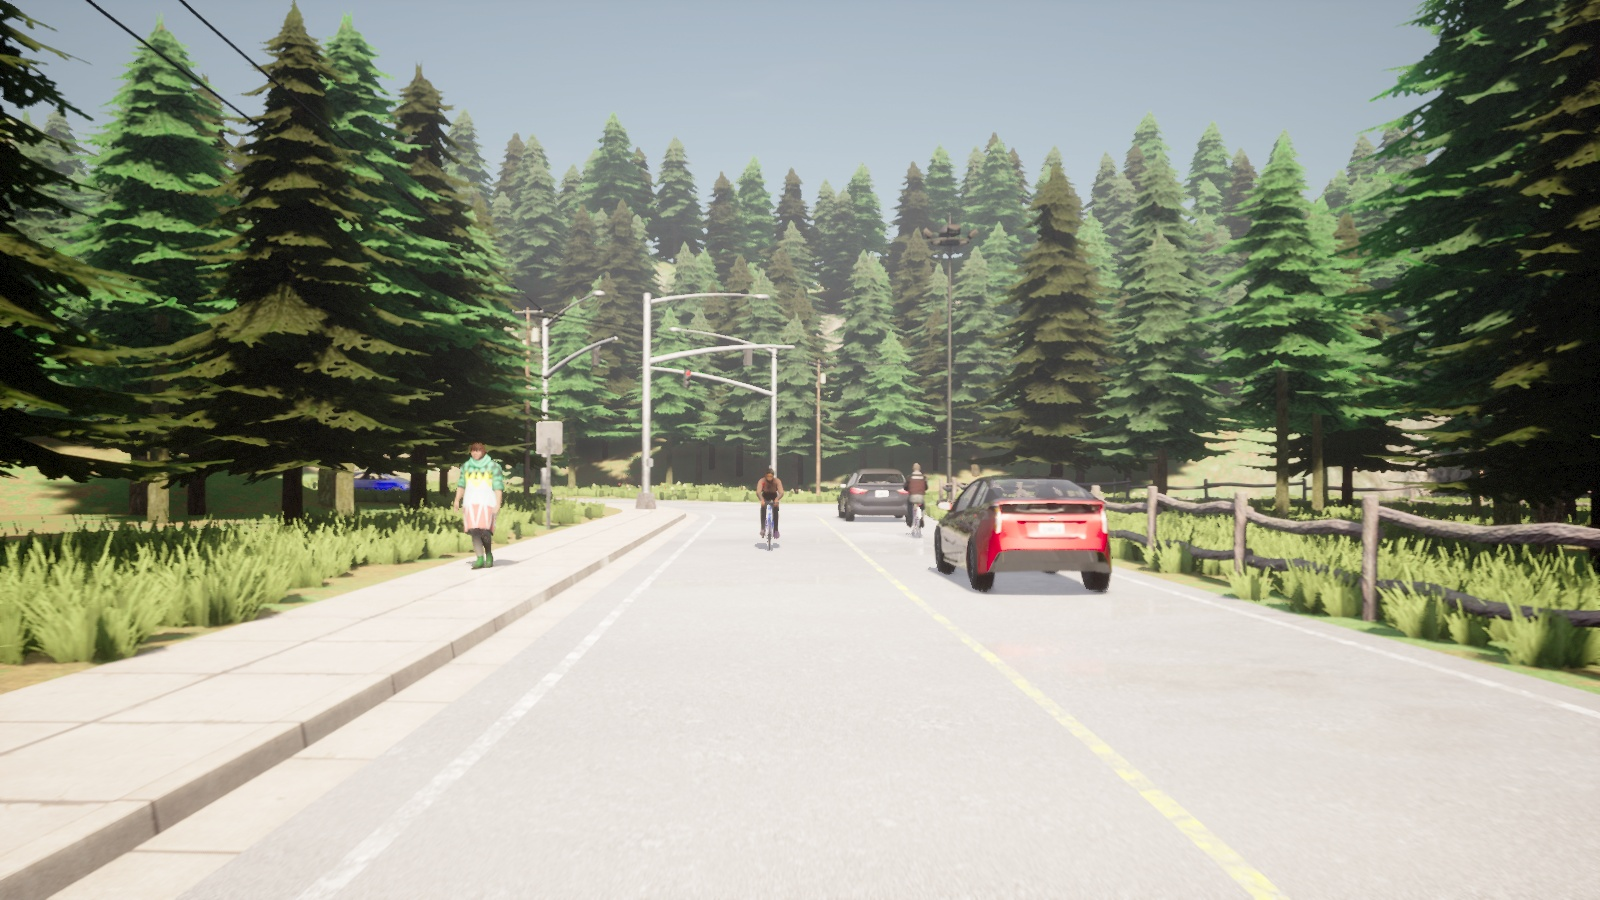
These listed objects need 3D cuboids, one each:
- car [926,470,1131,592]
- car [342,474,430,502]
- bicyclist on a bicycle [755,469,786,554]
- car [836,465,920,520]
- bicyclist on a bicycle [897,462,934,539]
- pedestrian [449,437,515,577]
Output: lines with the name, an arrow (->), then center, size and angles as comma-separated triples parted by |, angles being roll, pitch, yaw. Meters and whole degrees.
car -> 3.113, 1.062, 18.107 | 2.007, 1.525, 4.514 | 0, -1, -2
car -> -22.311, 2.066, 67.751 | 4.193, 1.474, 1.816 | 0, -1, 12
bicyclist on a bicycle -> -0.587, 1.197, 24.866 | 0.582, 1.620, 1.656 | 0, -1, -2
car -> 2.446, 1.343, 40.714 | 2.242, 1.667, 4.611 | 0, -1, -2
bicyclist on a bicycle -> 2.763, 1.190, 30.141 | 0.659, 1.776, 1.843 | 0, -1, -2
pedestrian -> -4.568, 0.808, 18.094 | 0.659, 1.952, 0.873 | 0, -1, 7
